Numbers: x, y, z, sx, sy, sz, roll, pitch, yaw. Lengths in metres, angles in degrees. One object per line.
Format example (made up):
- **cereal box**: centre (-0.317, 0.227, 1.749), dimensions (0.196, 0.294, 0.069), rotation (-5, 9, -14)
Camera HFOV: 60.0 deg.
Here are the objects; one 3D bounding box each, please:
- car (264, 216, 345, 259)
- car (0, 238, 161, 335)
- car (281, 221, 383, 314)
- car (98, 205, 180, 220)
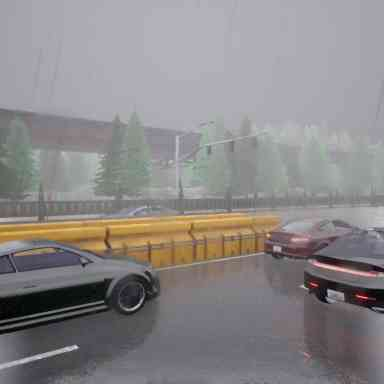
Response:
- **car**: centre (4.422, 1.526, 11.234), dimensions (4.674, 1.442, 1.812), rotation (0, 0, -35)
- **car**: centre (-2.683, 1.564, 6.125), dimensions (4.181, 1.385, 1.994), rotation (0, 0, -36)
- **car**: centre (4.360, 1.492, 6.902), dimensions (4.902, 1.511, 2.128), rotation (0, 0, -35)
- **car**: centre (-2.958, 1.492, 19.087), dimensions (4.902, 1.511, 2.128), rotation (0, 0, -36)
